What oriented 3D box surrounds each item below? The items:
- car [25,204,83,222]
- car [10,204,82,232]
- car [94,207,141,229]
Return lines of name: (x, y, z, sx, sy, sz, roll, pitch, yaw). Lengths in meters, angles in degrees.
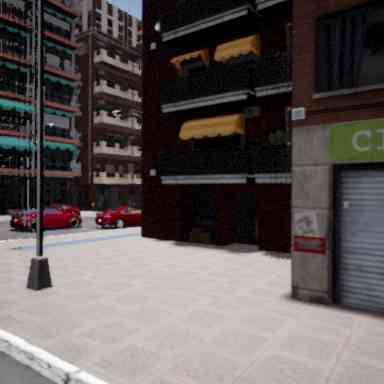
car: (-11.385, 1.667, 27.696, 1.802, 1.307, 4.206, 0, -1, 35)
car: (-9.121, 1.639, 21.063, 1.994, 1.385, 4.181, 1, 0, 35)
car: (-4.558, 1.695, 22.893, 1.887, 1.381, 4.507, 0, -1, 35)
